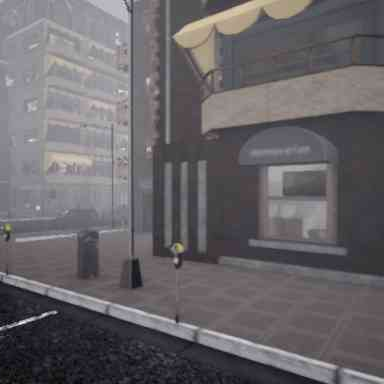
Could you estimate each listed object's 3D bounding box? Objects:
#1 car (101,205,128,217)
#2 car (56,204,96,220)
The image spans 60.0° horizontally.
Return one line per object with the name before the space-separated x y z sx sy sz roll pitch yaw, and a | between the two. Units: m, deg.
car | -8.710 2.219 39.024 1.802 1.307 4.206 -1 -2 35
car | -11.949 1.977 34.368 1.967 1.590 4.097 -1 -2 35
